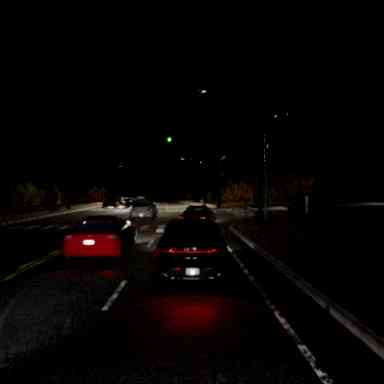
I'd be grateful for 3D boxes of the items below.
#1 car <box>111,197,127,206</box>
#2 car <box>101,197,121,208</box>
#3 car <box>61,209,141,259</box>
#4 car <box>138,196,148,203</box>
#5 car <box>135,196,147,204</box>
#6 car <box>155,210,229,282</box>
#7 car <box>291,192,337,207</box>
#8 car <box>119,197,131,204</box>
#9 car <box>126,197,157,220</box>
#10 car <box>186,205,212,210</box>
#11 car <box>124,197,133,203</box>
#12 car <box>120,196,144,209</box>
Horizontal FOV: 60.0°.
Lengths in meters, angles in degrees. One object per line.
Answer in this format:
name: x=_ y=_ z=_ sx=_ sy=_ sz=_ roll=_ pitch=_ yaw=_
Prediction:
car: x=-12.605 y=1.612 z=57.629 sx=2.128 sy=1.511 sz=4.902 roll=0 pitch=0 yaw=-5
car: x=-11.852 y=1.613 z=48.536 sx=1.812 sy=1.442 sz=4.674 roll=0 pitch=0 yaw=-4
car: x=-3.334 y=1.575 z=12.600 sx=1.994 sy=1.385 sz=4.181 roll=0 pitch=0 yaw=-1
car: x=-11.370 y=1.727 z=76.834 sx=2.128 sy=1.511 sz=4.902 roll=0 pitch=0 yaw=-7
car: x=-10.184 y=1.647 z=66.689 sx=2.128 sy=1.511 sz=4.902 roll=0 pitch=0 yaw=-6
car: x=-0.025 y=1.514 z=9.810 sx=1.837 sy=1.490 sz=4.892 roll=0 pitch=0 yaw=-1
car: x=12.260 y=0.740 z=33.837 sx=4.674 sy=1.442 sz=1.812 roll=-3 pitch=0 yaw=-2
car: x=-13.526 y=1.719 z=67.360 sx=1.994 sy=1.385 sz=4.181 roll=0 pitch=0 yaw=-6
car: x=-3.834 y=1.431 z=26.696 sx=1.812 sy=1.442 sz=4.674 roll=-2 pitch=1 yaw=-2
car: x=0.465 y=1.566 z=21.801 sx=2.033 sy=1.411 sz=5.357 roll=0 pitch=0 yaw=10
car: x=-14.741 y=1.803 z=77.612 sx=1.895 sy=1.301 sz=4.718 roll=0 pitch=0 yaw=-7
car: x=-8.540 y=1.576 z=47.853 sx=2.128 sy=1.511 sz=4.902 roll=0 pitch=0 yaw=-4
